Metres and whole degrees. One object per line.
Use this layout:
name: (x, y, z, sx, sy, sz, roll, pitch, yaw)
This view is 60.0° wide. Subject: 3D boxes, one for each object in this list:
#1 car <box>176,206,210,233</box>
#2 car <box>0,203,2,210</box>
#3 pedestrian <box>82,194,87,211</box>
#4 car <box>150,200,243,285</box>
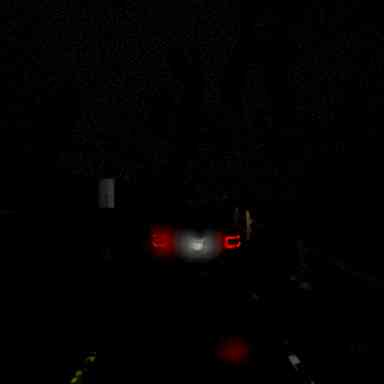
car: (-0.031, 1.626, 21.016, 1.895, 1.301, 4.718, 0, 0, -2)
car: (-20.830, 1.156, 31.633, 5.008, 1.535, 1.882, 1, -1, 0)
pedestrian: (-12.175, 1.180, 37.635, 0.375, 1.860, 0.375, 0, -2, 0)
car: (0.105, 1.235, 9.694, 2.150, 2.045, 5.566, 0, 0, 0)
